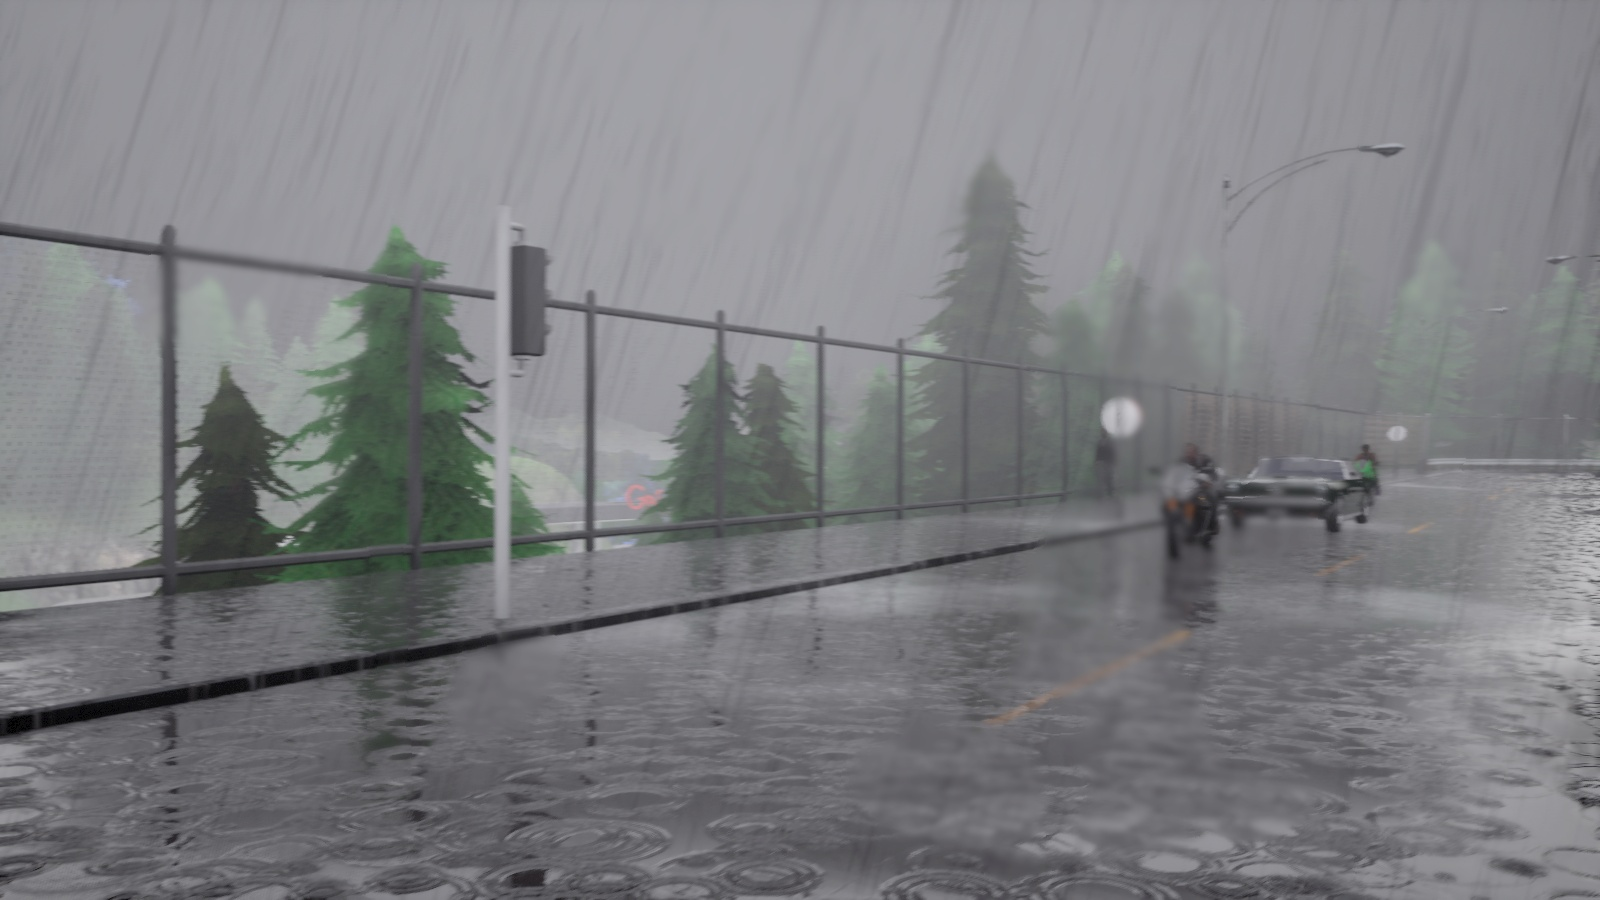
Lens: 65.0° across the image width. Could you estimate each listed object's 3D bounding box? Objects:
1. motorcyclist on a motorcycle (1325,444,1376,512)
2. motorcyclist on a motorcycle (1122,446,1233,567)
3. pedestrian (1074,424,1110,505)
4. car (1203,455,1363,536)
[{"bbox_3d":[12.951,0.639,29.497,0.797,1.523,2.044,1,0,32],"label":"motorcyclist on a motorcycle"},{"bbox_3d":[5.158,0.713,17.049,0.866,1.530,2.191,1,0,33],"label":"motorcyclist on a motorcycle"},{"bbox_3d":[6.899,0.323,29.662,0.563,1.883,0.849,1,0,33],"label":"pedestrian"},{"bbox_3d":[9.068,0.767,23.311,1.895,1.301,4.718,1,0,32],"label":"car"}]
